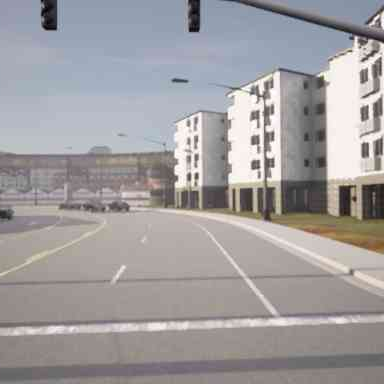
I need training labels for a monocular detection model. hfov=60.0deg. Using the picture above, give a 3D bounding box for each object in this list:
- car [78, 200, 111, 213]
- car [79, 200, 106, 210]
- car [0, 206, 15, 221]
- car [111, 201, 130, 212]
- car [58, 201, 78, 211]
[{"bbox_3d":[-13.190,1.977,44.795,2.128,1.511,4.902,0,-1,-35],"label":"car"},{"bbox_3d":[-16.157,2.088,53.821,4.892,1.490,1.837,-1,-1,43],"label":"car"},{"bbox_3d":[-18.231,2.047,31.942,1.895,1.301,4.718,0,0,-25],"label":"car"},{"bbox_3d":[-10.397,1.975,46.911,1.837,1.490,4.892,0,-1,-35],"label":"car"},{"bbox_3d":[-18.979,2.124,51.683,4.674,1.442,1.812,-1,-1,43],"label":"car"}]
